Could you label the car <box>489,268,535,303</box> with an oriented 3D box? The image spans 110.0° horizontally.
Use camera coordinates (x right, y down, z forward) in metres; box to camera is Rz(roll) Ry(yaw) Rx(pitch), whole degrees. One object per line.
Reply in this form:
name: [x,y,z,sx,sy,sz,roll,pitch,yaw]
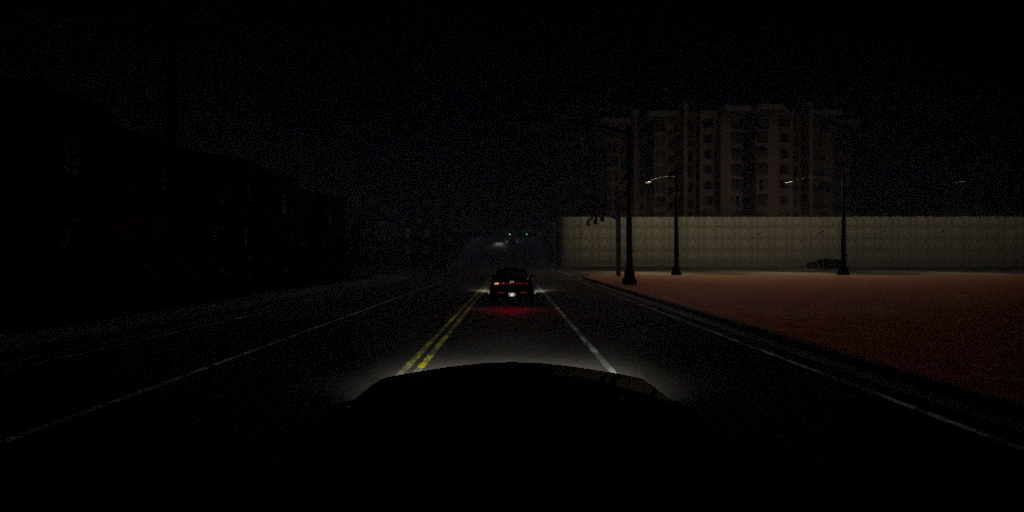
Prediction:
car: [0.000,1.264,16.500,1.837,1.490,4.892,0,0,0]
